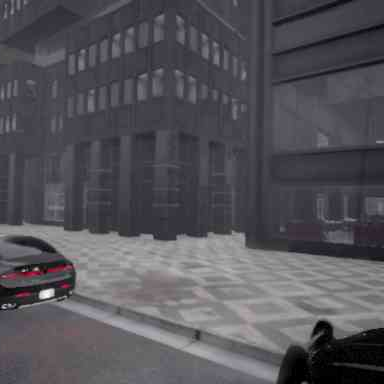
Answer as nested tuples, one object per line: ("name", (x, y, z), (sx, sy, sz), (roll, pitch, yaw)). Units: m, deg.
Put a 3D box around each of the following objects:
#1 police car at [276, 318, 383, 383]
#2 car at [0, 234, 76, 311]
("police car", (3.121, 1.543, 1.911), (5.238, 1.638, 1.930), (-1, -3, 37))
("car", (-4.728, 1.761, 7.927), (4.892, 1.490, 1.837), (-1, -3, 37))
